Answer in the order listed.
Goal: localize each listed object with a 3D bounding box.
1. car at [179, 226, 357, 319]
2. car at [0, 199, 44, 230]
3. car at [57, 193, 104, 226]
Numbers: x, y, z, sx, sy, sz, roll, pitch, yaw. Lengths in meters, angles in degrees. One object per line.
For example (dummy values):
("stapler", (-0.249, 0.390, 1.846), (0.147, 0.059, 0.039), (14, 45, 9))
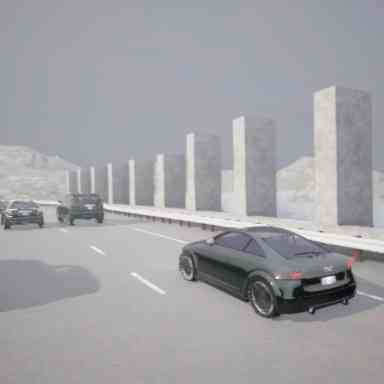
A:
("car", (1.333, 1.452, 7.344), (1.994, 1.385, 4.181), (-1, 1, -29))
("car", (-11.053, 1.321, 21.565), (2.097, 1.767, 4.553), (-1, 1, -32))
("car", (-7.795, 1.114, 23.002), (2.150, 2.045, 5.566), (-1, 1, -32))
